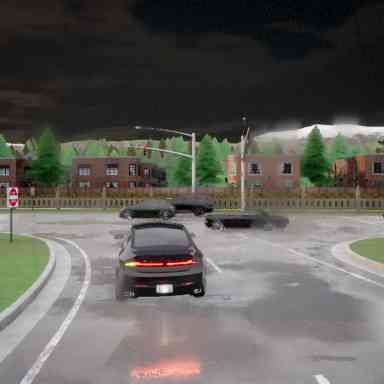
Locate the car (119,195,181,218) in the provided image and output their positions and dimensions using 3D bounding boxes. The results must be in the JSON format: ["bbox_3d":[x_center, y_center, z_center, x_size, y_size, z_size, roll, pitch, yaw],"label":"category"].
[{"bbox_3d":[-3.524,1.352,26.973,4.553,1.767,2.097,0,0,6],"label":"car"}]

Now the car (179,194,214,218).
[{"bbox_3d":[-0.747,1.221,30.203,5.566,2.045,2.150,0,0,6],"label":"car"}]

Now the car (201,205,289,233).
[{"bbox_3d":[3.060,1.601,19.246,4.718,1.301,1.895,0,0,6],"label":"car"}]

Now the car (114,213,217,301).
[{"bbox_3d":[-0.888,1.505,8.418,1.837,1.490,4.892,0,0,-9],"label":"car"}]
